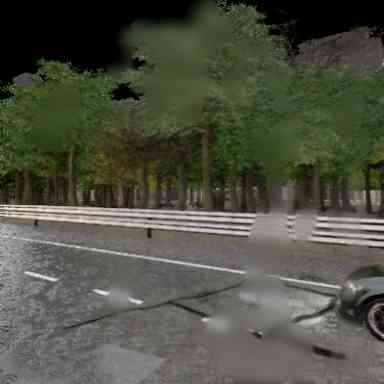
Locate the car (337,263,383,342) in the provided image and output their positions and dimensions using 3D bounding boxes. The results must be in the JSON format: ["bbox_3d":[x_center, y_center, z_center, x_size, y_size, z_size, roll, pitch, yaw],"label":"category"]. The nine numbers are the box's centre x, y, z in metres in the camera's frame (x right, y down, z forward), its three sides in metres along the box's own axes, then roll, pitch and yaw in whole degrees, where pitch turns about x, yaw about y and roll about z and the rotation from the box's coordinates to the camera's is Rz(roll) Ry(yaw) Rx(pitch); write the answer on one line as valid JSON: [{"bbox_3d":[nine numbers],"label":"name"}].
[{"bbox_3d":[4.481,1.567,4.973,4.181,1.385,1.994,0,0,35],"label":"car"}]
